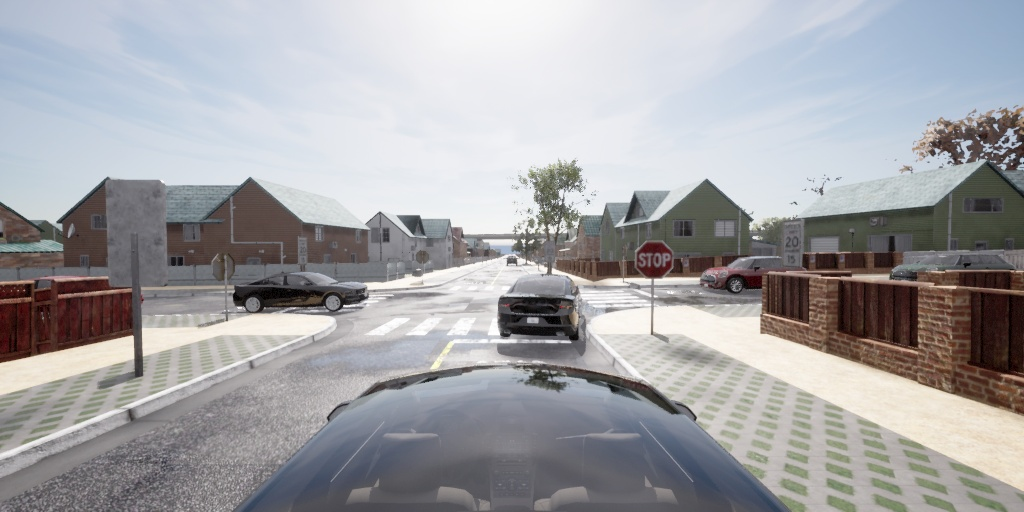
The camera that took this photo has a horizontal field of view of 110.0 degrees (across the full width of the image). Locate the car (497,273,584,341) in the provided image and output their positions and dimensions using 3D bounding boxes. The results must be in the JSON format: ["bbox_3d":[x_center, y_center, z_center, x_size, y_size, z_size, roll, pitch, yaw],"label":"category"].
[{"bbox_3d":[0.958,1.225,10.077,1.882,1.535,5.008,0,0,12],"label":"car"}]

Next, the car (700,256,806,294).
[{"bbox_3d":[11.808,0.821,17.686,4.553,1.767,2.097,-1,2,0],"label":"car"}]

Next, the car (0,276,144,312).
[{"bbox_3d":[-18.020,1.547,14.542,5.008,1.535,1.882,-1,2,0],"label":"car"}]

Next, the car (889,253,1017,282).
[{"bbox_3d":[21.703,0.646,17.757,4.553,1.767,2.097,-1,2,0],"label":"car"}]

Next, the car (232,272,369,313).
[{"bbox_3d":[-8.467,1.377,14.604,5.008,1.535,1.882,-1,2,0],"label":"car"}]
